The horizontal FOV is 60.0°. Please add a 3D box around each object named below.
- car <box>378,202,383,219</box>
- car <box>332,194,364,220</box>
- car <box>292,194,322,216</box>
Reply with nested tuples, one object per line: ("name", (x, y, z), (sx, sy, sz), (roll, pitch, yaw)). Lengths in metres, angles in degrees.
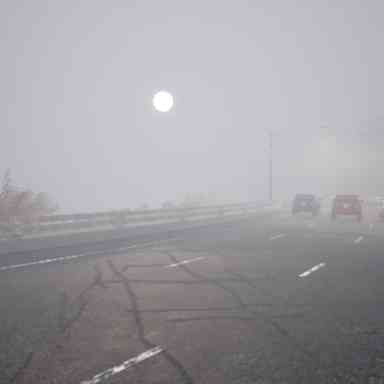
("car", (17.000, 1.462, 28.153), (1.882, 1.535, 5.008), (0, 0, 26))
("car", (12.953, 1.194, 27.743), (2.150, 2.045, 5.566), (0, 0, 27))
("car", (10.998, 1.179, 31.735), (2.150, 2.045, 5.566), (0, 0, 26))
